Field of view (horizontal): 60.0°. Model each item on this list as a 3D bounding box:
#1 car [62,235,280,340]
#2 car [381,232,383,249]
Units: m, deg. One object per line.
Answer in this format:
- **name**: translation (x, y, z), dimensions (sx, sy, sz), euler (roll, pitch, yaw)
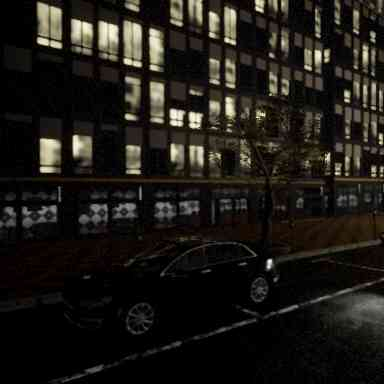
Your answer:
- **car**: translation (-0.170, 1.564, 6.449), dimensions (4.403, 1.369, 2.008), euler (0, -1, -35)
- **car**: translation (9.088, 1.579, 13.044), dimensions (4.403, 1.369, 2.008), euler (0, -1, -35)
